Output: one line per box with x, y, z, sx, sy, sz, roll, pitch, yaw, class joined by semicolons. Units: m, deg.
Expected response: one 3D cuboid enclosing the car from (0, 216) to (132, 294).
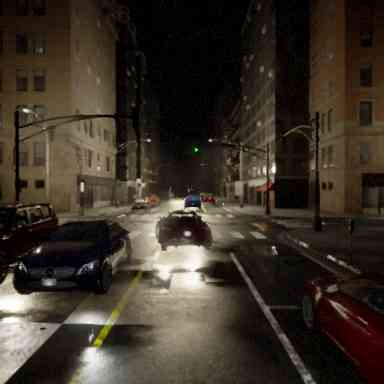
-2.749;1.456;8.719;1.812;1.442;4.674;0;0;0;car

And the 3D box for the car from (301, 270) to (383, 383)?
2.638;1.550;3.872;1.802;1.307;4.206;0;0;0;car

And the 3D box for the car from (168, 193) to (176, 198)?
-5.392;0.852;90.292;1.802;1.307;4.206;0;0;0;car

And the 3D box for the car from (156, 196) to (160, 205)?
-5.389;1.218;41.210;1.887;1.381;4.507;0;0;0;car

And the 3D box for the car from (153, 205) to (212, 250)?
-0.470;1.453;13.915;1.994;1.385;4.181;0;0;-9;car

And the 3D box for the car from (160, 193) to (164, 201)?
-5.390;1.156;46.493;1.752;1.417;4.829;0;0;0;car

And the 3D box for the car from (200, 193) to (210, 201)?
2.634;0.992;68.473;1.887;1.381;4.507;0;0;0;car

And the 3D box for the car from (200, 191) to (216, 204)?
2.635;1.024;52.109;1.967;1.590;4.097;0;0;0;car

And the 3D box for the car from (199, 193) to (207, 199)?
2.634;0.881;79.550;1.752;1.417;4.829;0;0;0;car

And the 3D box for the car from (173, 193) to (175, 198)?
-5.392;0.840;84.668;1.752;1.417;4.829;0;0;0;car

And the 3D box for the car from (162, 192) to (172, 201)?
-5.390;1.060;63.025;1.947;1.339;4.313;0;0;0;car

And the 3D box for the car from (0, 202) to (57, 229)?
-5.388;1.241;9.291;2.192;1.841;5.009;0;0;0;car

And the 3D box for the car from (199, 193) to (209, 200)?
2.634;0.953;73.927;2.008;1.369;4.403;0;0;0;car

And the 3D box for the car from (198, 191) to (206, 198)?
2.632;0.585;90.287;2.192;1.841;5.009;0;0;0;car

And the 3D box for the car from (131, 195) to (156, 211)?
-5.389;1.268;35.755;2.008;1.369;4.403;0;0;0;car

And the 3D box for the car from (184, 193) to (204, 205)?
0.096;1.167;39.172;1.882;1.535;5.008;0;0;0;car
